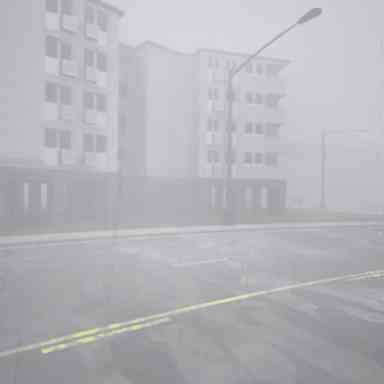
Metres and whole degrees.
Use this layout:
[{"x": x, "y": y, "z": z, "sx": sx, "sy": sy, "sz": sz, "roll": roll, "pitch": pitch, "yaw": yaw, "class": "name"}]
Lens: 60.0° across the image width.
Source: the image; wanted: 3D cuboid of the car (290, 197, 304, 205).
[{"x": 20.624, "y": 1.797, "z": 65.615, "sx": 1.882, "sy": 1.535, "sz": 5.008, "roll": 0, "pitch": 0, "yaw": 5, "class": "car"}]
